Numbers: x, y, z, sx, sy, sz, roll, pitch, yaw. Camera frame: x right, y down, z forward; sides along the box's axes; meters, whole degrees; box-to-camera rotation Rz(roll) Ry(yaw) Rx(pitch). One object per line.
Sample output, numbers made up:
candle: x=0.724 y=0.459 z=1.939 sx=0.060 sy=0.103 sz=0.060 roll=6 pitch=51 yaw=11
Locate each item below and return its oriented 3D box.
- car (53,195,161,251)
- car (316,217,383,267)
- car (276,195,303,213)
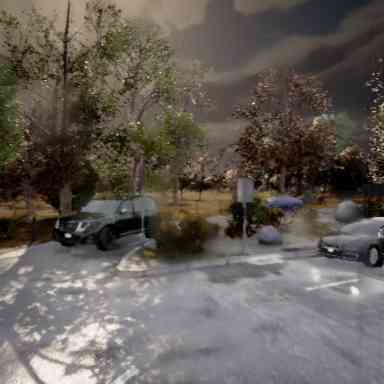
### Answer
car: x=-3.439 y=1.210 z=14.774 sx=2.150 sy=2.045 sz=5.566 roll=1 pitch=1 yaw=24
car: x=6.746 y=1.735 z=12.330 sx=4.892 sy=1.490 sz=1.837 roll=1 pitch=-1 yaw=-29
car: x=6.384 y=0.976 z=25.682 sx=4.674 sy=1.442 sz=1.812 roll=-4 pitch=1 yaw=-22
